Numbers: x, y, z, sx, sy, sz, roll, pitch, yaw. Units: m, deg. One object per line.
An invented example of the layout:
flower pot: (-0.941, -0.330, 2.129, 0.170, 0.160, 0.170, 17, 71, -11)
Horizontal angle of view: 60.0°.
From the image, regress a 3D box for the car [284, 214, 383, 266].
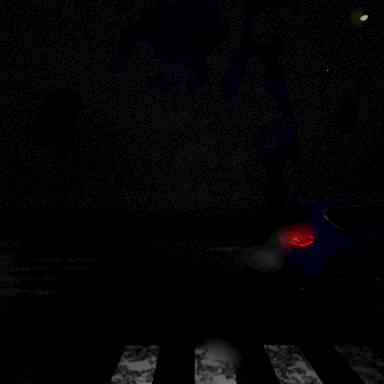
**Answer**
car: (5.383, 1.489, 10.881, 4.181, 1.385, 1.994, -1, 0, 1)

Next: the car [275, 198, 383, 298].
car: (4.827, 1.166, 7.929, 5.566, 2.045, 2.150, -1, 0, 1)
